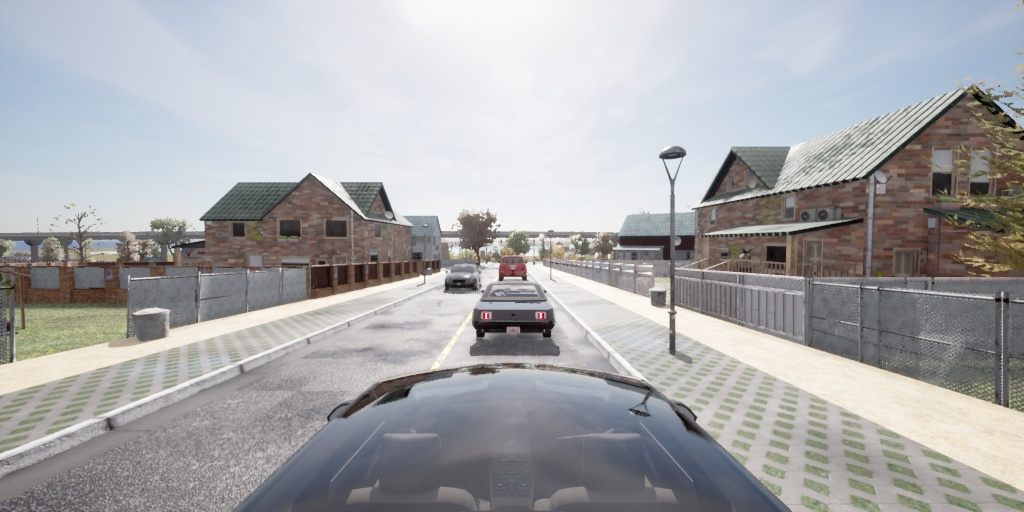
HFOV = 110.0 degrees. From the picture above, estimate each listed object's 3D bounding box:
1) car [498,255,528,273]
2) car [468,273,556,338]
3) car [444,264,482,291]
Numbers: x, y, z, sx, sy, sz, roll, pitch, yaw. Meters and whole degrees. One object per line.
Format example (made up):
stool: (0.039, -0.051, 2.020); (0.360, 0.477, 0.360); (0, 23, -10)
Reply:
car: (0.066, 0.970, 28.784); (2.150, 2.045, 5.566); (0, 0, 0)
car: (0.054, 1.347, 10.137); (1.895, 1.301, 4.718); (0, 0, 0)
car: (-2.861, 1.251, 21.681); (1.837, 1.490, 4.892); (0, 0, 0)
